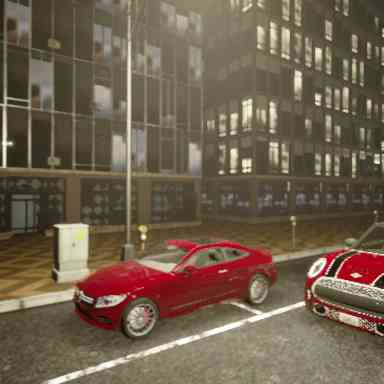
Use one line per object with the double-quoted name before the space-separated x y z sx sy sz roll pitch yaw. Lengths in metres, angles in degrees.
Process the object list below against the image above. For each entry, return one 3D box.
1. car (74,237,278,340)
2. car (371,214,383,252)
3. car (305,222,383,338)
"car" -0.092 1.581 6.488 4.206 1.307 1.802 0 0 -35
"car" 9.182 1.545 13.094 4.403 1.369 2.008 0 0 -35
"car" 4.228 1.350 6.383 4.553 1.767 2.097 0 0 -35
